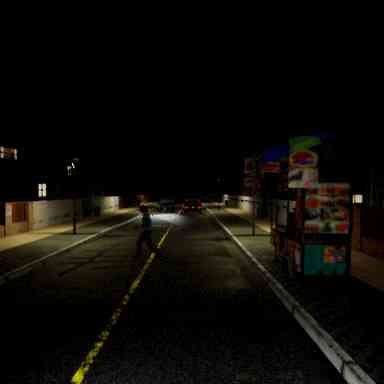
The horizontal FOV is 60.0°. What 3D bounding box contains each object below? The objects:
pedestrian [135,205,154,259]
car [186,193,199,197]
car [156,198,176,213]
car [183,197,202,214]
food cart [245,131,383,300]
[{"bbox_3d":[-1.559,1.289,10.940,0.375,1.860,0.375,-1,1,-2],"label":"pedestrian"},{"bbox_3d":[0.084,1.209,44.637,2.150,2.045,5.566,0,0,0],"label":"car"},{"bbox_3d":[-2.851,1.481,36.990,2.128,1.511,4.902,0,0,0],"label":"car"},{"bbox_3d":[0.093,1.537,34.721,2.033,1.411,5.357,0,0,0],"label":"car"},{"bbox_3d":[3.048,0.462,9.413,2.280,3.560,4.660,1,1,0],"label":"food cart"}]
